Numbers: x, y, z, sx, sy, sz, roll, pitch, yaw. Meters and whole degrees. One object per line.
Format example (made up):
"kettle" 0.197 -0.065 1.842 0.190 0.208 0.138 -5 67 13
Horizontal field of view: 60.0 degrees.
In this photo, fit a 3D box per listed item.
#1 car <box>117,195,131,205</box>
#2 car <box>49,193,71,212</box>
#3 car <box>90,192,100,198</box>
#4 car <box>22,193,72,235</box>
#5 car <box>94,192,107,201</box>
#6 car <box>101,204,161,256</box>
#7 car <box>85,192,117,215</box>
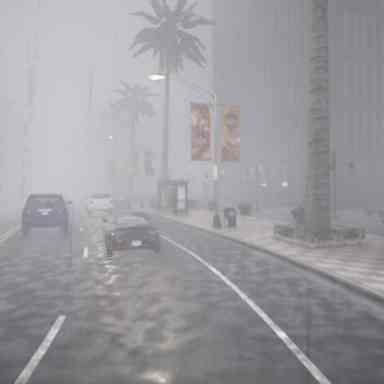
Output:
"car" -8.185 1.150 38.366 2.231 1.521 4.892 -1 1 -20
"car" -14.382 1.081 36.419 2.097 1.767 4.553 -1 1 -20
"car" -25.331 0.812 86.720 2.161 1.482 4.786 -1 1 -20
"car" -7.883 1.089 18.334 2.150 2.045 5.566 -1 1 -19
"car" -18.165 0.813 65.992 2.185 1.767 4.553 -1 1 -20
"car" -2.366 1.414 12.592 1.812 1.442 4.674 0 1 -16
"car" -8.526 0.971 30.513 2.150 2.045 5.566 -1 1 -20
